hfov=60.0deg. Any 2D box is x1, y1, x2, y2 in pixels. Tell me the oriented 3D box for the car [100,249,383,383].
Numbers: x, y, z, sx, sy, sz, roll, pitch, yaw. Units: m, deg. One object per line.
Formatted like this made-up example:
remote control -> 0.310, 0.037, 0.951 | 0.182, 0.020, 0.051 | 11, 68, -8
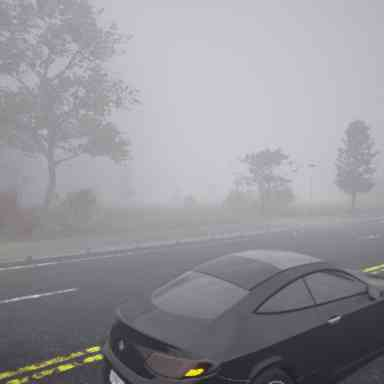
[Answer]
car -> 1.195, 1.504, 4.326 | 4.674, 1.442, 1.812 | 0, 0, -36
